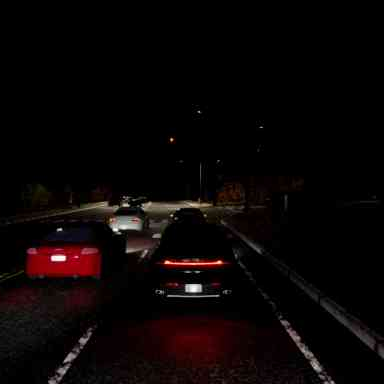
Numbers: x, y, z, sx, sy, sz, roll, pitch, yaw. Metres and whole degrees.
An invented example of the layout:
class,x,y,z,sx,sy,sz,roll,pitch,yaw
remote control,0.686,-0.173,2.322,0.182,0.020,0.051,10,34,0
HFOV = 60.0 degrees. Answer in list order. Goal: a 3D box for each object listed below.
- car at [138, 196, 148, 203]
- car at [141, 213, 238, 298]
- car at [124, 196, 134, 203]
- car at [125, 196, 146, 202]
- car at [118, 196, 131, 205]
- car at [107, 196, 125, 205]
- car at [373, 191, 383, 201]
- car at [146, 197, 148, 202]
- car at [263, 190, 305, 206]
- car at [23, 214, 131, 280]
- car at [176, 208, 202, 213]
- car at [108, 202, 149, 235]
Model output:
class,x,y,z,sx,sy,sz,roll,pitch,yaw
car,-11.318,1.713,77.485,2.128,1.511,4.902,0,0,-7
car,0.013,1.509,8.491,1.837,1.490,4.892,0,0,0
car,-14.582,1.740,77.387,1.994,1.385,4.181,0,0,-7
car,-8.813,1.578,52.273,2.128,1.511,4.902,0,0,-5
car,-13.247,1.629,65.464,2.128,1.511,4.902,0,0,-5
car,-12.129,1.615,52.938,1.812,1.442,4.674,0,0,-5
car,23.621,0.219,38.901,4.674,1.442,1.812,-3,0,-3
car,-9.878,1.696,64.271,1.994,1.385,4.181,0,0,-5
car,10.498,0.643,38.305,4.553,1.767,2.097,-3,0,-2
car,-3.259,1.570,10.023,1.994,1.385,4.181,0,0,-1
car,-0.180,1.561,17.899,2.033,1.411,5.357,0,0,-2
car,-3.479,1.540,18.768,1.812,1.442,4.674,0,0,-3
